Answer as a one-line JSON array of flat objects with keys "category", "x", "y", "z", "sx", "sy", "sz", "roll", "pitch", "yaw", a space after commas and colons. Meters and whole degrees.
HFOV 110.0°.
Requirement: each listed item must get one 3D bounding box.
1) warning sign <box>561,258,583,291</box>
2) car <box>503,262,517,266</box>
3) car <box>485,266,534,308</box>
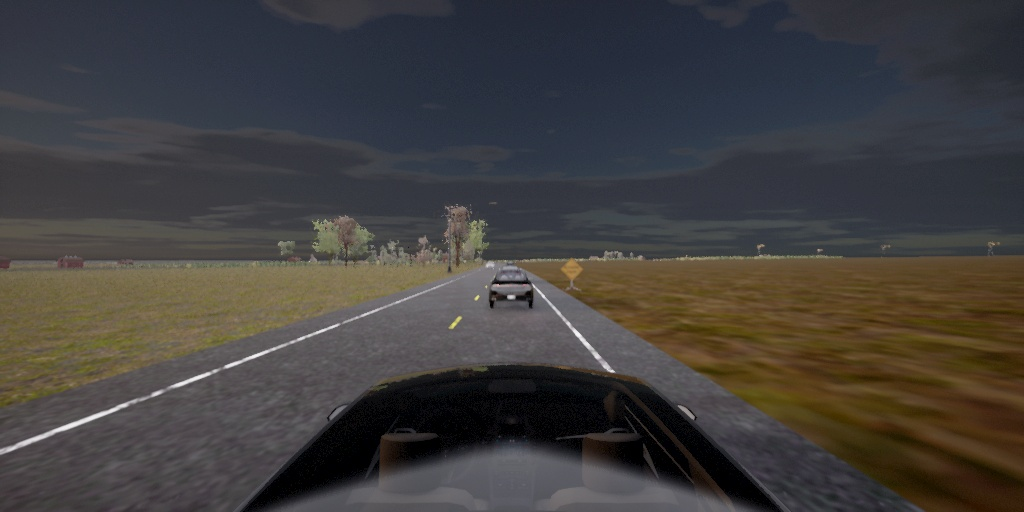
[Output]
[{"category": "warning sign", "x": 3.482, "y": 1.048, "z": 20.813, "sx": 1.300, "sy": 1.860, "sz": 1.060, "roll": 0, "pitch": 0, "yaw": 0}, {"category": "car", "x": -0.155, "y": 1.514, "z": 31.339, "sx": 1.882, "sy": 1.535, "sz": 5.008, "roll": 0, "pitch": 0, "yaw": 0}, {"category": "car", "x": -0.034, "y": 1.379, "z": 16.154, "sx": 2.128, "sy": 1.511, "sz": 4.902, "roll": 0, "pitch": 0, "yaw": 0}]
